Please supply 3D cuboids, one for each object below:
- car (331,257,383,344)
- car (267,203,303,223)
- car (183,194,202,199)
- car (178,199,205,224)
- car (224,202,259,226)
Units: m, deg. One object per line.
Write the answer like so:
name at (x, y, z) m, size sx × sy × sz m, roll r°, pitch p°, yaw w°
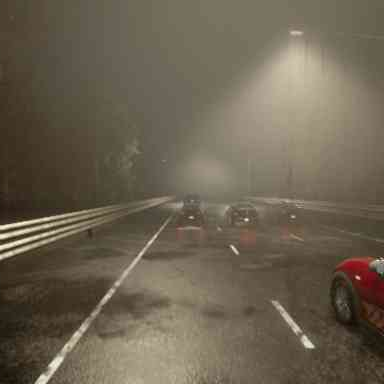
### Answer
car at (3.573, 1.351, 4.199) m, size 2.097 × 1.767 × 4.553 m, roll 0°, pitch 0°, yaw -1°
car at (6.975, 1.521, 25.235) m, size 1.812 × 1.442 × 4.674 m, roll 0°, pitch 0°, yaw 0°
car at (0.073, 1.210, 42.783) m, size 2.150 × 2.045 × 5.566 m, roll 0°, pitch 0°, yaw 0°
car at (-0.023, 1.521, 24.528) m, size 1.812 × 1.442 × 4.674 m, roll 0°, pitch 0°, yaw 0°
car at (3.487, 1.500, 23.671) m, size 1.837 × 1.490 × 4.892 m, roll 0°, pitch 0°, yaw 0°
